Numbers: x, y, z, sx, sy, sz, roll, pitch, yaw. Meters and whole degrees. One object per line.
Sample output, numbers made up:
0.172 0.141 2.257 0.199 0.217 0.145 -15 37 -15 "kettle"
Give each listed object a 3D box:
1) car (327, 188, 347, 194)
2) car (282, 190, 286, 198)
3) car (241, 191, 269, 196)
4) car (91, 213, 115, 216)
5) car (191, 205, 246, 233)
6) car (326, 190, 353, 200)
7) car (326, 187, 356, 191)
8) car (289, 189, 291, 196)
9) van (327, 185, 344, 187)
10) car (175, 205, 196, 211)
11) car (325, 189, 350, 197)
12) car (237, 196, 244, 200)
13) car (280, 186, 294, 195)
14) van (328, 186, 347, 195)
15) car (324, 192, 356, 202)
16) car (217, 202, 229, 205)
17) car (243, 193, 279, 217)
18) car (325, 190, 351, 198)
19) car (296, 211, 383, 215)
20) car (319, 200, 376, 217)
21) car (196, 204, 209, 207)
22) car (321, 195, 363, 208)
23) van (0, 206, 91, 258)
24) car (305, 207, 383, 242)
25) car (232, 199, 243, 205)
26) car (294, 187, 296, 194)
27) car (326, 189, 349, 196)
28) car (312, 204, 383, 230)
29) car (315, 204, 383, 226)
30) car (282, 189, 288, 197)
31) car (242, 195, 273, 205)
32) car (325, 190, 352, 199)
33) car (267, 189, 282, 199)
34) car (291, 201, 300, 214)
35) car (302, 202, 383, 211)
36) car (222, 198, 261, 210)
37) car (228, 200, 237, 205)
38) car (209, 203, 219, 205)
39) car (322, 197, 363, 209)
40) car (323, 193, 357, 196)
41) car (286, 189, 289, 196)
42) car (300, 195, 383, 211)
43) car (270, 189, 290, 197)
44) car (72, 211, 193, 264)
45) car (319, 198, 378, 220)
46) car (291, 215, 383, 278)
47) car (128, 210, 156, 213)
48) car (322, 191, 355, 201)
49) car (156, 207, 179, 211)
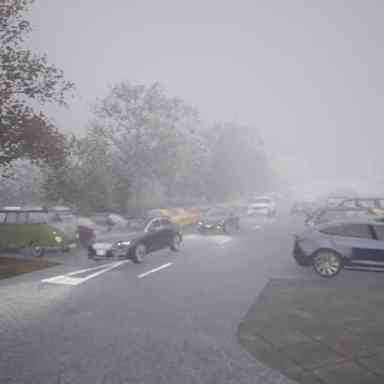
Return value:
37.495 -0.213 86.172 4.792 1.488 2.163 -2 1 23 "car"
16.807 0.945 70.682 4.674 1.452 2.002 -2 1 23 "car"
8.126 1.408 50.022 5.566 2.045 2.435 -2 1 23 "car"
-5.858 1.901 16.584 4.674 1.452 2.002 -2 -1 23 "car"
1.923 1.853 22.351 1.837 1.490 4.892 -2 -1 23 "car"
27.781 0.540 62.957 4.553 1.767 2.185 -2 1 23 "car"
24.549 0.707 55.395 5.566 2.045 2.435 -2 1 23 "car"
20.005 0.636 78.393 4.792 1.488 2.163 -2 1 23 "car"
29.836 0.241 68.260 4.442 1.987 1.878 -2 1 23 "van"
-2.741 1.959 24.482 5.366 1.575 1.946 -2 -1 23 "car"
32.104 0.264 73.349 5.008 1.535 2.097 -2 1 23 "car"
6.177 1.781 44.798 5.366 1.575 1.946 -2 0 23 "car"
21.121 0.254 80.935 5.566 2.045 2.435 -2 1 23 "car"
36.468 -0.366 83.507 4.442 1.987 1.878 -2 1 23 "van"
25.663 0.859 57.953 5.008 1.535 2.097 -2 1 23 "car"
0.623 1.964 32.010 5.008 1.535 2.097 -2 0 23 "car"
7.520 1.521 35.673 2.150 2.045 5.566 -2 1 23 "car"
31.021 0.364 70.788 5.008 1.535 2.097 -2 1 23 "car"
6.250 1.553 11.715 4.792 1.488 2.163 -2 -1 23 "car"
14.930 1.607 32.254 4.792 1.488 2.163 -2 0 23 "car"
-1.660 1.973 27.060 5.366 1.575 1.946 -2 -1 23 "car"
20.290 1.314 45.111 5.008 1.535 2.097 -2 1 23 "car"
-6.779 1.595 14.075 4.442 1.987 1.878 -1 -1 23 "van"
8.436 1.594 16.833 5.008 1.535 2.097 -2 -1 23 "car"
2.830 1.920 37.273 4.892 1.521 2.231 -2 0 23 "car"
24.332 0.201 88.651 5.008 1.535 2.097 -2 1 23 "car"
33.172 0.205 75.920 4.674 1.452 2.002 -2 1 23 "car"
10.597 1.632 21.981 4.892 1.521 2.231 -2 -1 23 "car"
11.694 1.663 24.535 4.792 1.488 2.163 -2 0 23 "car"
17.877 0.805 73.250 5.008 1.535 2.097 -2 1 23 "car"
11.394 1.402 57.727 5.008 1.535 2.097 -2 1 23 "car"
28.873 0.565 65.656 4.892 1.521 2.231 -2 1 23 "car"
13.602 0.949 62.961 5.566 2.045 2.435 -2 1 23 "car"
12.300 1.726 37.535 1.994 1.385 4.181 -2 0 23 "car"
7.324 1.438 14.288 4.553 1.767 2.185 -2 -1 23 "car"
7.079 1.728 47.444 5.008 1.535 2.097 -2 1 23 "car"
1.702 1.947 34.582 5.008 1.535 2.097 -2 0 23 "car"
-0.434 2.003 29.426 4.792 1.488 2.163 -2 -1 23 "car"
19.206 1.424 42.543 4.674 1.452 2.002 -2 1 23 "car"
17.024 1.374 37.418 4.553 1.767 2.185 -2 0 23 "car"
18.950 0.707 75.818 4.892 1.521 2.231 -2 1 23 "car"
9.480 1.367 19.427 5.566 2.045 2.435 -2 -1 23 "car"
22.203 0.278 83.503 4.553 1.767 2.185 -2 1 23 "car"
-1.996 1.718 12.992 2.128 1.511 4.902 -2 -1 23 "car"
13.850 1.479 29.682 4.553 1.767 2.185 -2 0 23 "car"
5.226 1.512 9.126 4.792 1.488 2.163 -2 -1 23 "car"
-4.780 1.940 19.151 4.674 1.452 2.002 -2 -1 23 "car"
26.560 0.762 60.593 5.366 1.575 1.946 -2 1 23 "car"
-3.677 1.964 21.847 4.792 1.488 2.163 -2 -1 23 "car"
